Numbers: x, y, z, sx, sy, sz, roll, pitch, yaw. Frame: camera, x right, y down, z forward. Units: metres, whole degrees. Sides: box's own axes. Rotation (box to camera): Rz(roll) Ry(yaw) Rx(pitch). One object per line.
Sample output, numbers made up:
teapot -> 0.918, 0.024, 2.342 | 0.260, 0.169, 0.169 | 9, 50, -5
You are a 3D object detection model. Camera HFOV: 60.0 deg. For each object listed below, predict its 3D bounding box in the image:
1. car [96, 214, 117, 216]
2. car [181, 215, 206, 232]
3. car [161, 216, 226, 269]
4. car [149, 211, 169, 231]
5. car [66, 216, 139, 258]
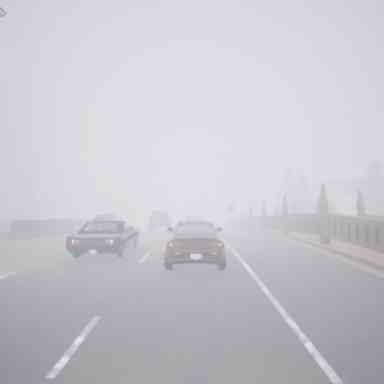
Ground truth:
car -> -6.888, 2.551, 27.237 | 1.837, 1.490, 4.892 | 0, -5, 0
car -> 0.113, 2.907, 30.509 | 2.033, 1.411, 5.357 | 0, -6, 0
car -> 0.105, 1.686, 11.588 | 1.812, 1.442, 4.674 | 0, -1, 0
car -> -3.384, 3.184, 36.123 | 2.150, 2.045, 5.566 | 0, -7, 0
car -> -3.394, 1.822, 13.624 | 1.895, 1.301, 4.718 | 0, -2, 0
